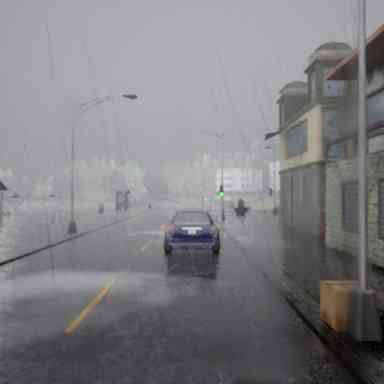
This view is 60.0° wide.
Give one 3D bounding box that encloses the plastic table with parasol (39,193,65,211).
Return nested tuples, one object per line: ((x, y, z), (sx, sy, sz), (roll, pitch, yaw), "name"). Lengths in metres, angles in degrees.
((-19.159, 1.350, 45.617), (2.482, 2.480, 2.482), (0, -1, 0), "plastic table with parasol")

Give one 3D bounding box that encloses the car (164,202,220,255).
((0.006, 1.482, 14.080), (2.097, 1.767, 4.553), (0, -1, 0), "car")

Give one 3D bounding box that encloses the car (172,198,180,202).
((-3.982, 2.266, 83.171), (1.837, 1.490, 4.892), (0, -1, 0), "car")
